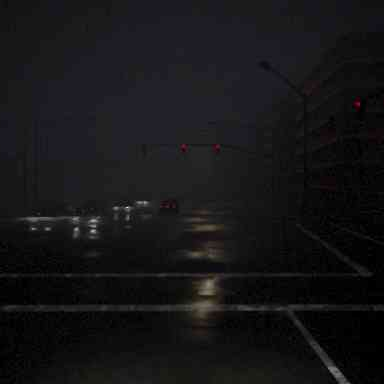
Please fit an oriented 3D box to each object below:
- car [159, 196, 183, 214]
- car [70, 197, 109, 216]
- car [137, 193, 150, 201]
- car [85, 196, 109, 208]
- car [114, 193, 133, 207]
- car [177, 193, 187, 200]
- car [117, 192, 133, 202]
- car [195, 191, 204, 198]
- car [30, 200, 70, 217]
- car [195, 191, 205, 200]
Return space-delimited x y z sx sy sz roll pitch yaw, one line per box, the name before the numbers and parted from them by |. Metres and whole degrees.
car | -2.275 1.423 34.230 2.033 1.411 5.357 0 1 1
car | -9.509 1.419 31.599 1.837 1.490 4.892 0 1 1
car | -9.033 0.916 62.365 2.128 1.511 4.902 0 1 1
car | -12.819 1.328 45.272 1.895 1.301 4.718 0 1 1
car | -9.303 1.241 45.972 1.812 1.442 4.674 0 1 1
car | -1.934 0.909 65.846 2.033 1.411 5.357 0 1 1
car | -12.529 0.905 62.275 1.882 1.535 5.008 0 1 1
car | 1.711 0.604 76.220 1.837 1.490 4.892 0 1 1
car | -13.022 1.468 31.113 2.033 1.411 5.357 0 1 1
car | 1.571 0.707 66.174 2.097 1.767 4.553 0 1 1
